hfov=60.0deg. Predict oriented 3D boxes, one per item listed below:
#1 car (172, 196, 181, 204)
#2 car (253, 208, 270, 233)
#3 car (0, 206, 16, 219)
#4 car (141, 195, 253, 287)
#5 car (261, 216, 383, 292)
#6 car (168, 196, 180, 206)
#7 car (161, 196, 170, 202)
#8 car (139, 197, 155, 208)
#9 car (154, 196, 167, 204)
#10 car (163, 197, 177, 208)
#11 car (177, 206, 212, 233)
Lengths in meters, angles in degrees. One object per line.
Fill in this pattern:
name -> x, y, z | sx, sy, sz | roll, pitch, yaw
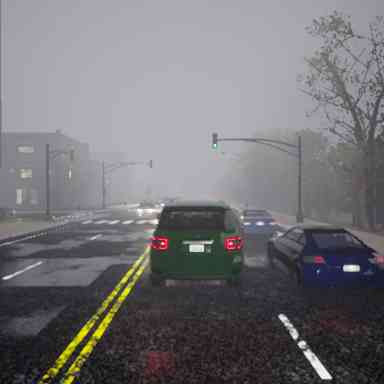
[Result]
car -> -3.237, 1.647, 70.327 | 1.812, 1.442, 4.674 | 0, 0, 0
car -> 3.362, 1.579, 18.634 | 2.033, 1.411, 5.357 | 0, 0, 2
car -> -19.679, 1.845, 32.194 | 4.902, 1.511, 2.128 | -1, 0, -1
car -> 0.114, 1.239, 9.497 | 2.150, 2.045, 5.566 | 0, 0, 0
car -> 3.366, 1.579, 9.001 | 1.994, 1.385, 4.181 | 0, 0, 0
car -> -3.290, 1.582, 60.261 | 1.882, 1.535, 5.008 | 0, 0, 0
car -> -6.503, 1.637, 81.537 | 1.837, 1.490, 4.892 | 0, 0, 0
car -> -6.546, 1.685, 48.962 | 1.895, 1.301, 4.718 | 0, 0, 0
car -> -6.483, 1.613, 69.199 | 2.128, 1.511, 4.902 | 0, 0, 0
car -> -3.296, 1.564, 50.647 | 1.882, 1.535, 5.008 | 0, 0, 0
car -> 0.134, 1.636, 20.700 | 1.895, 1.301, 4.718 | 0, 0, 0
